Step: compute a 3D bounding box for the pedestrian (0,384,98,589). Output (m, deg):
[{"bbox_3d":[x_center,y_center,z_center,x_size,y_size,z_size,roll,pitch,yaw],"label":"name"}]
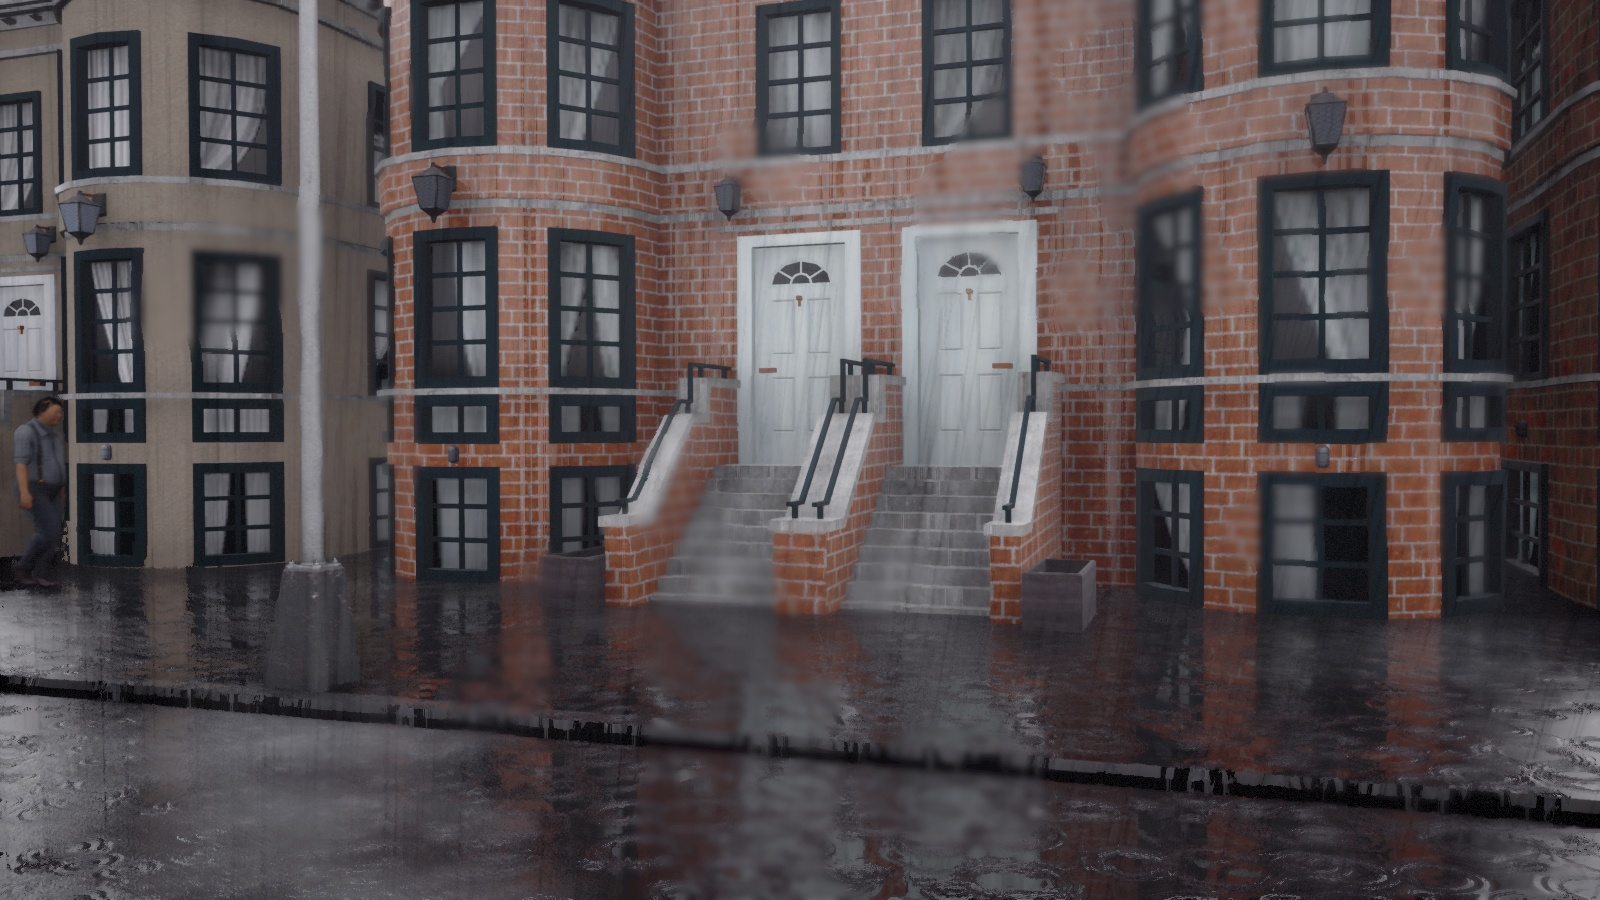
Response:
[{"bbox_3d":[-7.028,0.323,11.664,0.694,1.848,0.540,0,1,9],"label":"pedestrian"}]
